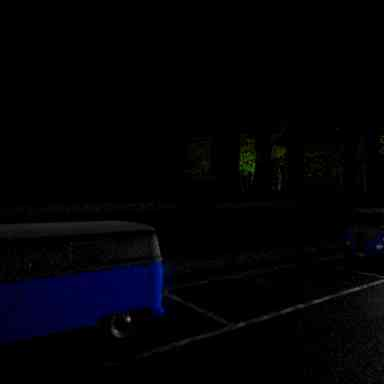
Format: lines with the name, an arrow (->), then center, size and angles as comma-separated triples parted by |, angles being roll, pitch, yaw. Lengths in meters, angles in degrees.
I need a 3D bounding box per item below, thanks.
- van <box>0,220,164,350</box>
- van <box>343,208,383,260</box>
van -> -2.355, 1.347, 4.856 | 3.998, 1.788, 1.690 | 0, 0, -36
van -> 6.854, 1.422, 11.431 | 3.998, 1.788, 1.690 | 0, 0, -36
